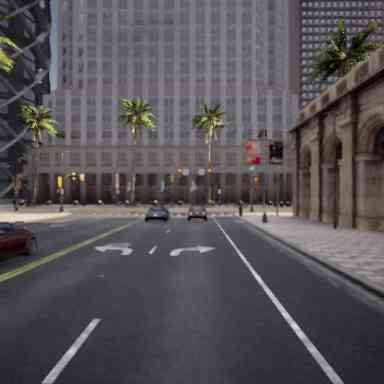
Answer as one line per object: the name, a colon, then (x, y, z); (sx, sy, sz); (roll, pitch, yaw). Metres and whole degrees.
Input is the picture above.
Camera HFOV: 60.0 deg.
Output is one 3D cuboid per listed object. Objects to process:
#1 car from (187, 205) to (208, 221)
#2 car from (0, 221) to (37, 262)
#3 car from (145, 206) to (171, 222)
car: (0.497, 1.918, 31.246); (2.033, 1.411, 5.357); (0, -1, 1)
car: (-6.991, 1.694, 11.143); (1.994, 1.385, 4.181); (0, -1, 1)
car: (-3.056, 1.920, 30.149); (1.994, 1.385, 4.181); (0, -1, 1)
